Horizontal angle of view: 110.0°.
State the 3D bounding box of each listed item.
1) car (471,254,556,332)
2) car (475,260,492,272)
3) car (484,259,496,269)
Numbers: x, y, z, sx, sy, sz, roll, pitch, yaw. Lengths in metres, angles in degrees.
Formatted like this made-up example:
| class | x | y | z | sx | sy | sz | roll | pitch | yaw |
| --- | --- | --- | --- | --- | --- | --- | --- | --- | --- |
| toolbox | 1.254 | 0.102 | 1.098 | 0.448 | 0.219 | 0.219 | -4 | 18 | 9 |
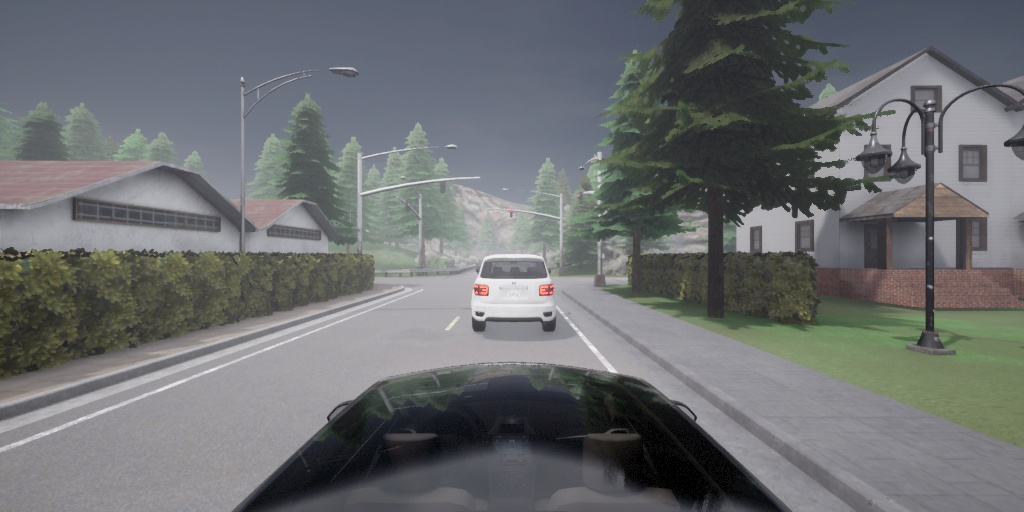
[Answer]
| class | x | y | z | sx | sy | sz | roll | pitch | yaw |
| --- | --- | --- | --- | --- | --- | --- | --- | --- | --- |
| car | 0.061 | 0.971 | 11.023 | 2.150 | 2.045 | 5.566 | 0 | 0 | 0 |
| car | -3.613 | 1.255 | 46.098 | 1.837 | 1.490 | 4.892 | 0 | 0 | 0 |
| car | -3.616 | 1.276 | 59.155 | 1.812 | 1.442 | 4.674 | 0 | 0 | 0 |
